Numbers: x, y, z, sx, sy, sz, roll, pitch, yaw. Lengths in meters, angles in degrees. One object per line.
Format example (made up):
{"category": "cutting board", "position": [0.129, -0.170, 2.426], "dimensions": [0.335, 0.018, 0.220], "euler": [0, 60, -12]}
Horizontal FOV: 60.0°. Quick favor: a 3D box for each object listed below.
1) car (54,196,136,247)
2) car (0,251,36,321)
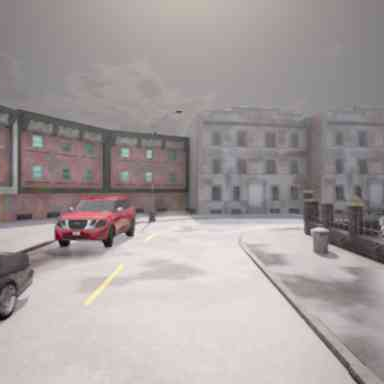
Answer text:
{"category": "car", "position": [-4.144, 1.216, 15.321], "dimensions": [2.150, 2.045, 5.566], "euler": [0, 0, 5]}
{"category": "car", "position": [-4.133, 1.545, 4.554], "dimensions": [2.033, 1.411, 5.357], "euler": [0, 0, -1]}
